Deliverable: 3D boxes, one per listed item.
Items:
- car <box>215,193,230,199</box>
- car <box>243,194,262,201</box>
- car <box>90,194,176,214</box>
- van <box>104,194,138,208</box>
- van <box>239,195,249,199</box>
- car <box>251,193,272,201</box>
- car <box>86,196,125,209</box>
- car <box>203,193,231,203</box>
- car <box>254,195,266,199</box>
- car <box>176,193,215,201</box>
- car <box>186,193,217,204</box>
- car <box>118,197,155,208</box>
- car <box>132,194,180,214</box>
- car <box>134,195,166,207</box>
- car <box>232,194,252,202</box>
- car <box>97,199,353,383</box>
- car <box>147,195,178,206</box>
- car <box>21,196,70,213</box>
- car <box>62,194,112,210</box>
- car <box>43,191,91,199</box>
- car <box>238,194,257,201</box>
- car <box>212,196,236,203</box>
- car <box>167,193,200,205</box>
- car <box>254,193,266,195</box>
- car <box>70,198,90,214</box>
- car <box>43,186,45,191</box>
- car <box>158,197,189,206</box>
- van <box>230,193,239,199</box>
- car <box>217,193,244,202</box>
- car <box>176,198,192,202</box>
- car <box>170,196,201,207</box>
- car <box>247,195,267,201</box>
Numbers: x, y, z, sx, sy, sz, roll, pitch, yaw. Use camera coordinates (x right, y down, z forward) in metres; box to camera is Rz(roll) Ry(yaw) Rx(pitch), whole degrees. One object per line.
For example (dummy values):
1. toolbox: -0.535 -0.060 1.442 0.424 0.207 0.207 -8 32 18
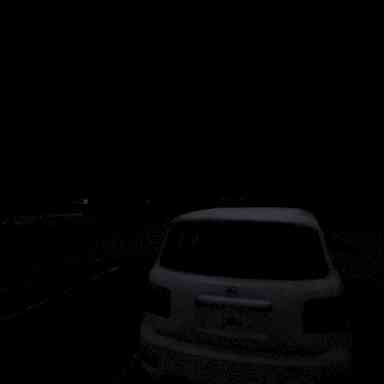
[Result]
1. car: 0.517 1.256 32.644 5.566 2.045 2.435 1 1 14
2. car: 15.492 1.406 84.873 4.553 1.767 2.185 -1 0 14
3. car: -4.407 1.252 25.298 5.566 2.045 2.435 1 0 14
4. van: -10.079 1.298 47.378 4.442 1.987 1.878 -1 0 14
5. van: 3.979 1.286 37.518 4.442 1.987 1.878 1 0 14
6. car: 18.824 1.282 89.886 5.566 2.045 2.435 -1 0 14
7. car: -11.690 1.396 44.866 4.553 1.767 2.185 -1 -1 14
8. car: 5.261 1.278 69.880 5.566 2.045 2.435 -1 0 14
9. car: 7.177 1.514 42.439 4.892 1.521 2.231 1 0 14
10. car: -1.144 1.254 30.195 5.566 2.045 2.435 1 1 14
11. car: 1.931 1.276 64.855 5.566 2.045 2.435 -1 -1 14
12. car: -8.273 1.524 49.859 4.892 1.521 2.231 -1 -1 14
13. car: -3.890 1.246 36.625 2.150 2.045 5.566 0 0 34
14. car: -6.543 1.398 52.336 4.553 1.767 2.185 -1 0 14
15. car: 12.045 1.406 79.883 4.553 1.767 2.185 -1 -1 14
16. car: 1.057 1.236 5.449 2.435 2.045 5.566 0 -1 15
17. car: -4.850 1.399 54.848 4.553 1.767 2.185 -1 0 14
18. car: -16.771 1.546 37.337 4.792 1.488 2.163 -1 0 14
19. car: -13.328 1.268 42.355 5.566 2.045 2.435 -1 -1 14
20. car: -15.079 1.267 39.844 5.566 2.045 2.435 -1 0 14
21. car: 13.738 1.406 82.392 4.553 1.767 2.185 -1 -1 14
22. car: 7.020 1.558 72.365 4.792 1.488 2.163 -1 -1 14
23. car: -1.519 1.276 59.869 5.566 2.045 2.435 -1 0 14
24. car: 8.871 1.388 44.884 4.553 1.767 2.185 1 1 14
25. car: -10.390 1.627 36.292 1.895 1.301 4.718 0 0 34
26. car: -18.829 -0.771 46.729 1.895 1.301 4.718 0 4 35
27. car: -3.152 1.555 57.350 4.792 1.488 2.163 -1 -1 14
28. van: 2.319 1.284 35.069 4.442 1.987 1.878 1 0 14
29. car: 8.710 1.278 74.872 5.566 2.045 2.435 -1 -1 14
30. car: -2.804 1.533 27.737 4.792 1.488 2.163 1 1 14
31. car: -0.894 1.365 50.138 2.128 1.511 4.902 0 0 34
32. car: 17.154 1.534 87.388 4.892 1.521 2.231 -1 -1 14
